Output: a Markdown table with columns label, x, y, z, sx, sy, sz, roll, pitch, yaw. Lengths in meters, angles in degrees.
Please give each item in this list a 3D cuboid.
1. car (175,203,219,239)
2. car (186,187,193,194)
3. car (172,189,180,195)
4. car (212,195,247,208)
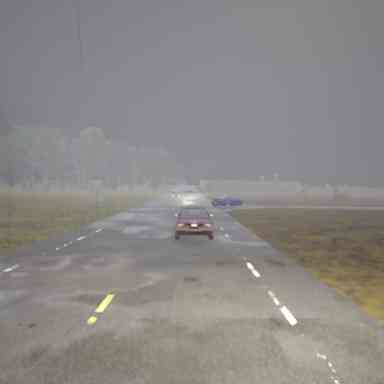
| label | x | y | z | sx | sy | sz | roll | pitch | yaw |
| --- | --- | --- | --- | --- | --- | --- | --- | --- | --- |
| car | 0.098 | 1.481 | 17.057 | 2.033 | 1.411 | 5.357 | 0 | 0 | 0 |
| car | -0.664 | -0.456 | 93.146 | 2.097 | 1.767 | 4.553 | 0 | 2 | -1 |
| car | -4.094 | -0.124 | 86.504 | 1.882 | 1.535 | 5.008 | 0 | 2 | -1 |
| car | 4.556 | 1.092 | 39.711 | 5.008 | 1.535 | 1.882 | 0 | 0 | -43 |
